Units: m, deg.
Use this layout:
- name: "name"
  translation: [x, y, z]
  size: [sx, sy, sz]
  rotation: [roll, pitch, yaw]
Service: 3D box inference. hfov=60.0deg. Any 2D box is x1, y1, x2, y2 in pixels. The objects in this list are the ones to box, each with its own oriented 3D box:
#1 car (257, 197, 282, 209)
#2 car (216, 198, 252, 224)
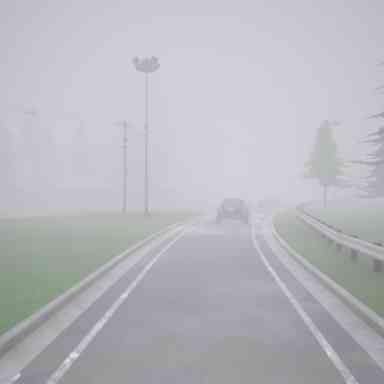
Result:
- name: "car"
  translation: [9.603, 1.281, 40.941]
  size: [2.033, 1.411, 5.357]
  rotation: [0, 0, 28]
- name: "car"
  translation: [3.104, 1.191, 23.835]
  size: [2.097, 1.767, 4.553]
  rotation: [0, 0, 14]
